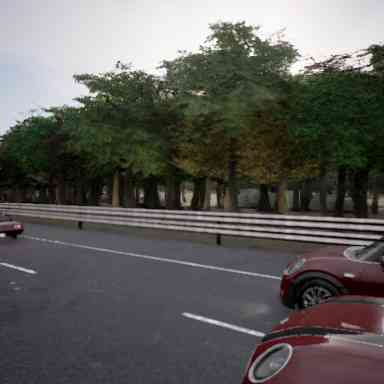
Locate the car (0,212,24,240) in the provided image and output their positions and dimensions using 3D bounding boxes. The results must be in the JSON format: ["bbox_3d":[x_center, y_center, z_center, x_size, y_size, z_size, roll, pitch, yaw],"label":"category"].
[{"bbox_3d":[-10.104,1.611,16.049,4.718,1.301,1.895,0,0,38],"label":"car"}]

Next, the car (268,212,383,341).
[{"bbox_3d":[3.854,1.359,5.589,4.553,1.767,2.097,0,0,36],"label":"car"}]

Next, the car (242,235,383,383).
[{"bbox_3d":[2.599,1.354,2.190,4.553,1.767,2.097,0,0,35],"label":"car"}]
